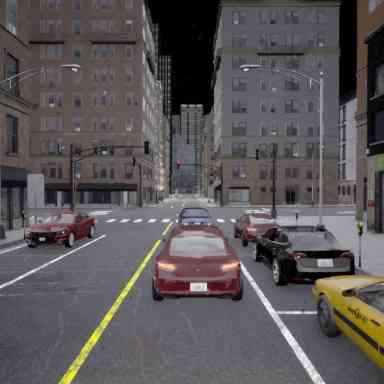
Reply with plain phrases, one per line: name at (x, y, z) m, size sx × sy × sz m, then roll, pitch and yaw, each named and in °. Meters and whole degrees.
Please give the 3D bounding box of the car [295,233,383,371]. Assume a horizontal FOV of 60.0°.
car at (2.868, 1.524, 3.825) m, size 1.752 × 1.417 × 4.829 m, roll -1°, pitch 0°, yaw 0°

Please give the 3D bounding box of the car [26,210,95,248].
car at (-5.671, 1.540, 14.828) m, size 1.887 × 1.381 × 4.507 m, roll -1°, pitch 0°, yaw 0°

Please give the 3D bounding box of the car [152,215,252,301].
car at (0.103, 1.524, 8.210) m, size 1.812 × 1.442 × 4.674 m, roll 0°, pitch 0°, yaw 0°

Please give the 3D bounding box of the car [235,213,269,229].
car at (2.874, 1.578, 14.827) m, size 1.802 × 1.307 × 4.206 m, roll -1°, pitch 0°, yaw 0°

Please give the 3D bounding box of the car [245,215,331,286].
car at (2.871, 1.563, 9.241) m, size 1.947 × 1.339 × 4.313 m, roll -1°, pitch 0°, yaw 0°

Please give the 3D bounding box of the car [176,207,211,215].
car at (0.141, 1.542, 18.231) m, size 2.033 × 1.411 × 5.357 m, roll 0°, pitch 0°, yaw -3°
